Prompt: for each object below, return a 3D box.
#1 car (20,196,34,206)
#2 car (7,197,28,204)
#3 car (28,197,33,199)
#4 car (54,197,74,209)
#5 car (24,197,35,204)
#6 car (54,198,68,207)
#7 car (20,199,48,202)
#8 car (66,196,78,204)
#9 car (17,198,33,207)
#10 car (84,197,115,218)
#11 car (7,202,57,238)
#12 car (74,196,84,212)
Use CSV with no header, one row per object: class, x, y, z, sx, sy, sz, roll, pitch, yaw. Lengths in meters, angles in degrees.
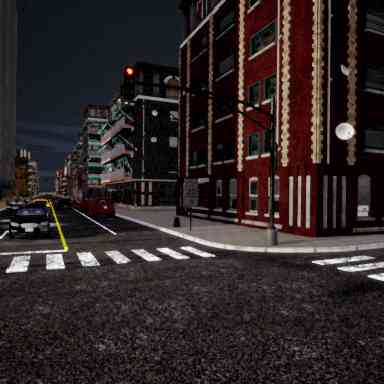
car,-29.158,1.542,58.759,1.967,1.590,4.097,1,0,-24
car,-20.188,1.597,38.266,2.008,1.369,4.403,1,0,-24
car,-16.545,1.551,36.329,1.882,1.535,5.008,1,0,-24
car,-17.869,1.641,46.512,1.837,1.490,4.892,1,0,-24
car,-33.701,1.711,68.983,1.802,1.307,4.206,1,0,-24
car,-21.906,1.724,55.530,1.994,1.385,4.181,1,0,-24
car,-12.422,1.571,26.687,1.812,1.442,4.674,1,0,-23
car,-25.444,1.675,70.410,1.967,1.590,4.097,1,0,-24
car,-26.885,1.639,53.650,2.008,1.369,4.403,1,0,-24
car,-8.496,1.440,31.156,2.192,1.841,5.009,1,0,-24
car,-8.603,1.513,17.850,2.128,1.511,4.902,1,0,-23
car,-12.960,1.468,41.412,2.192,1.841,5.009,1,0,-24
